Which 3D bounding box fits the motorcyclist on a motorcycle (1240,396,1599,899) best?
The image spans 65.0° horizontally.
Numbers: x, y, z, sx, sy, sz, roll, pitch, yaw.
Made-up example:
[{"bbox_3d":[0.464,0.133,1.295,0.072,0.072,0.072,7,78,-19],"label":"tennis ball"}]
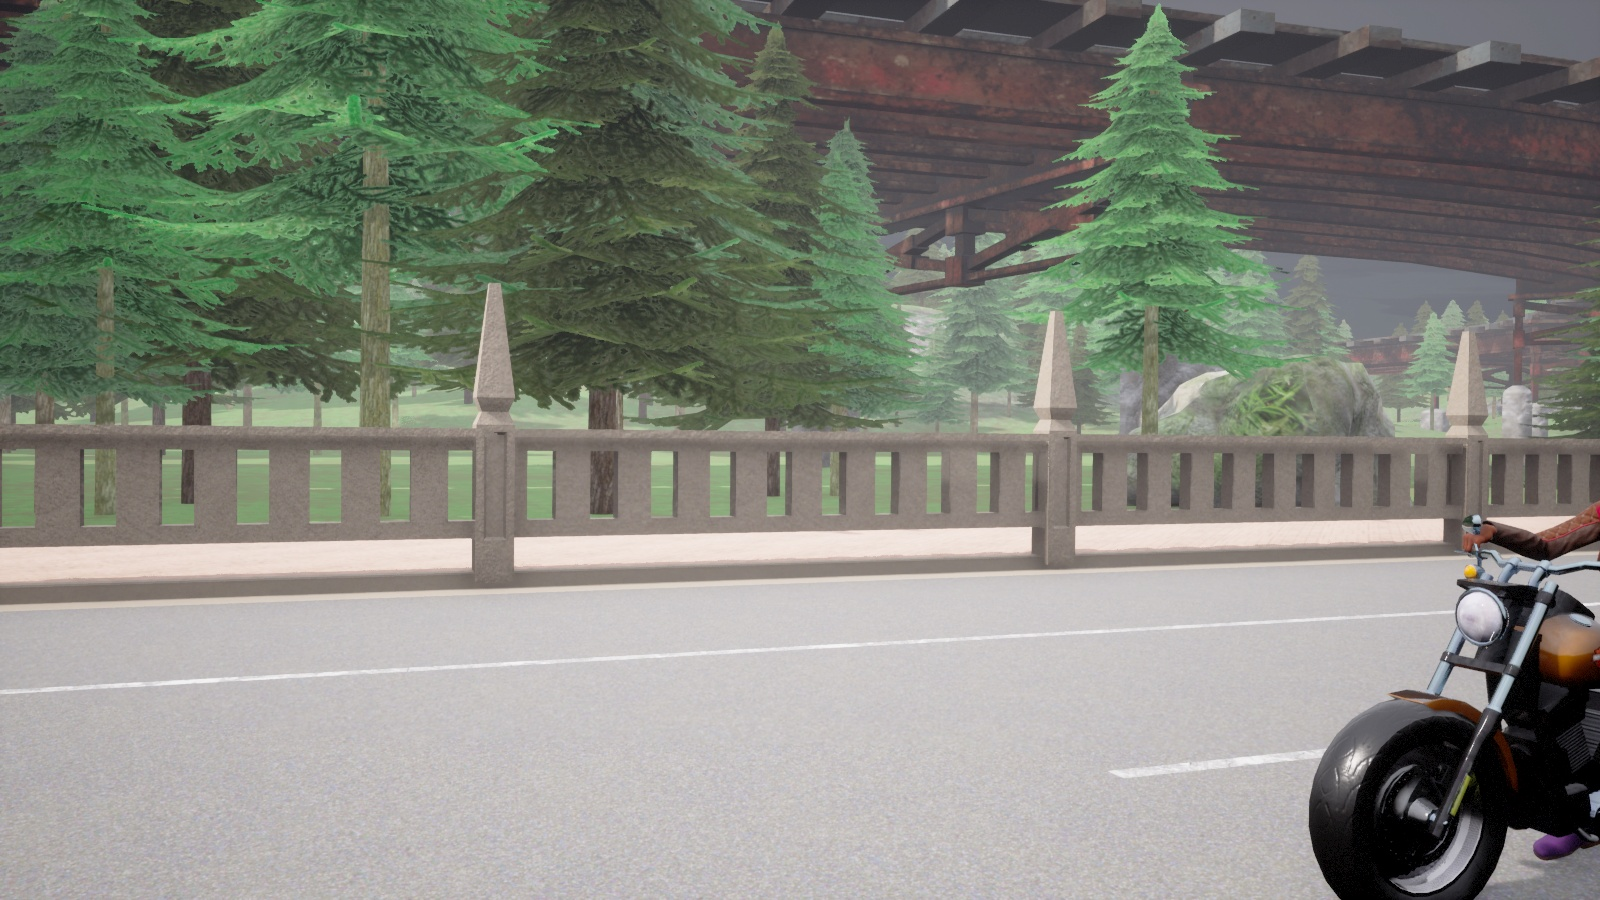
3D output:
[{"bbox_3d":[2.716,0.650,4.271,2.350,1.649,0.766,-1,1,-21],"label":"motorcyclist on a motorcycle"}]
